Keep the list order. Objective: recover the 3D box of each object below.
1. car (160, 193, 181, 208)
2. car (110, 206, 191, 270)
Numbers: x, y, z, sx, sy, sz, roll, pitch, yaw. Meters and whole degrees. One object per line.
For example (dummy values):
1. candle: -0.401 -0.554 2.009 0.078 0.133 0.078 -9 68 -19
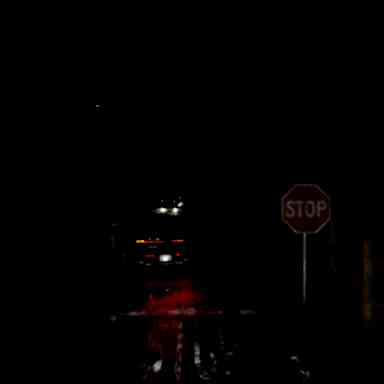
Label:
1. car: -2.829 1.088 42.126 2.097 1.767 4.553 0 0 0
2. car: -1.501 1.430 10.932 1.837 1.490 4.892 1 1 -20
